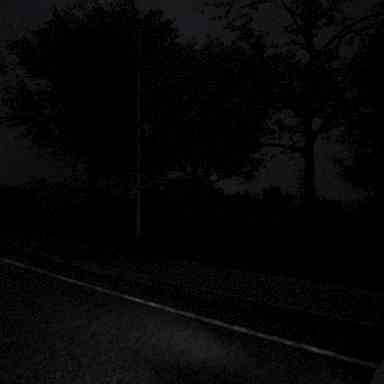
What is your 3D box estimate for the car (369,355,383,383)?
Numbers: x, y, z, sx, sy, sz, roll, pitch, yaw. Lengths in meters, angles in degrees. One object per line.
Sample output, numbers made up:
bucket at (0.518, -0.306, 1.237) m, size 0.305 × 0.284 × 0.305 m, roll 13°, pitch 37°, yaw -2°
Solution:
car at (3.494, 1.605, 1.583) m, size 4.718 × 1.301 × 1.895 m, roll 0°, pitch 0°, yaw 35°
